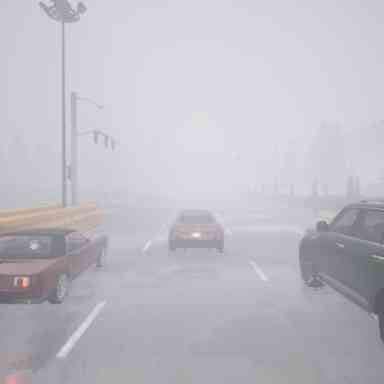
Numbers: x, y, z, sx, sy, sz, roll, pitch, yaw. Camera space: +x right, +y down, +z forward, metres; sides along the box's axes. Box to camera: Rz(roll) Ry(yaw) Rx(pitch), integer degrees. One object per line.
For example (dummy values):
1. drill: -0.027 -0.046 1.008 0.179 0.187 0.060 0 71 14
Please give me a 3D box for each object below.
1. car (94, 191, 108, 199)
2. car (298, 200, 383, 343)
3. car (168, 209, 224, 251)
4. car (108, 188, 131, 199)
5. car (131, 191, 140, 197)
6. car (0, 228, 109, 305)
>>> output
1. car: -17.175 0.552 63.370 1.837 1.490 4.892 0 1 1
2. car: 3.620 1.133 5.659 2.150 2.045 5.566 0 1 0
3. car: 0.157 1.366 13.047 1.994 1.385 4.181 0 1 0
4. car: -13.681 0.276 62.950 2.150 2.045 5.566 0 1 1
5. car: -13.573 0.375 78.574 1.994 1.385 4.181 0 1 0
6. car: -3.370 1.482 7.726 1.895 1.301 4.718 0 1 0
